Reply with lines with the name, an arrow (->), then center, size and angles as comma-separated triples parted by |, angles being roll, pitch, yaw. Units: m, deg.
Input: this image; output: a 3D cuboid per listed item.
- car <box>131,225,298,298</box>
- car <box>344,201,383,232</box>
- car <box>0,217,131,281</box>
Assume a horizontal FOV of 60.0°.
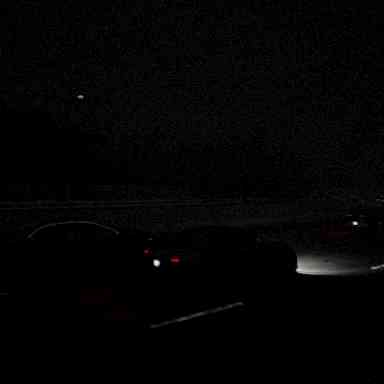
car -> 0.836, 1.572, 8.645 | 4.181, 1.385, 1.994 | 0, 0, -36
car -> 11.301, 1.536, 20.417 | 4.892, 1.490, 1.837 | 0, 0, -36
car -> -3.417, 1.495, 9.908 | 4.902, 1.511, 2.128 | 0, 0, -36
